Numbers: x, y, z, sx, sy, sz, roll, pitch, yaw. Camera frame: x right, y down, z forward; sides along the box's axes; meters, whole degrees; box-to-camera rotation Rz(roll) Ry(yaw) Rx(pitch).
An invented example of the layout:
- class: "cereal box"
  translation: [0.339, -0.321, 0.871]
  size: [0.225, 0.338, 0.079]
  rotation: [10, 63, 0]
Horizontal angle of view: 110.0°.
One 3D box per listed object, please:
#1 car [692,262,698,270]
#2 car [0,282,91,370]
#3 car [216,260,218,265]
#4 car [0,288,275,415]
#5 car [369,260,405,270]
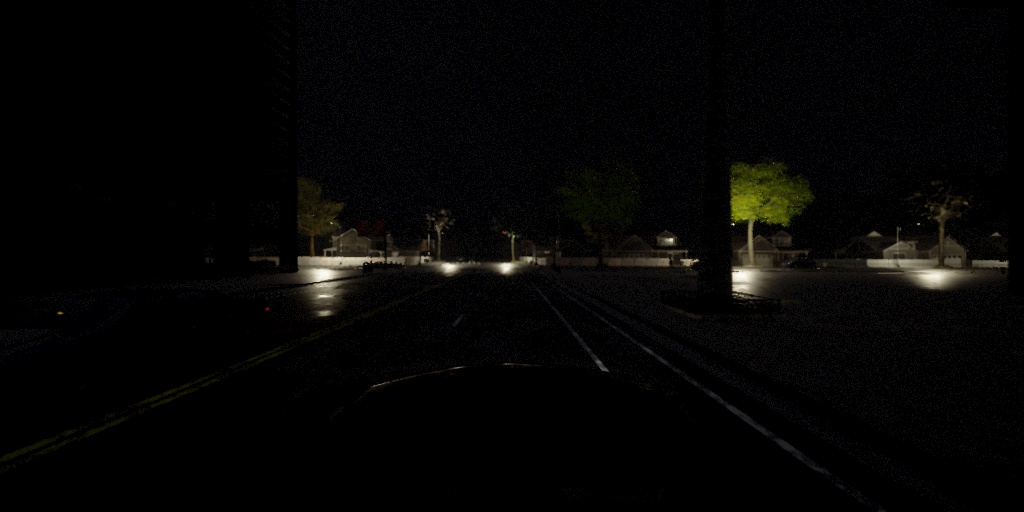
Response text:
- class: "car"
  translation: [27.542, 1.252, 49.533]
  size: [5.008, 1.535, 1.882]
  rotation: [0, 0, 2]
- class: "car"
  translation: [-9.864, 1.271, 5.290]
  size: [1.812, 1.442, 4.674]
  rotation: [0, 0, 0]
- class: "car"
  translation: [-40.020, 1.150, 51.379]
  size: [4.892, 1.490, 1.837]
  rotation: [3, 0, 2]
- class: "car"
  translation: [-6.614, 1.290, 6.221]
  size: [2.033, 1.411, 5.357]
  rotation: [0, 0, 0]
- class: "car"
  translation: [-17.629, 1.255, 50.768]
  size: [4.718, 1.301, 1.895]
  rotation: [0, 0, 2]
